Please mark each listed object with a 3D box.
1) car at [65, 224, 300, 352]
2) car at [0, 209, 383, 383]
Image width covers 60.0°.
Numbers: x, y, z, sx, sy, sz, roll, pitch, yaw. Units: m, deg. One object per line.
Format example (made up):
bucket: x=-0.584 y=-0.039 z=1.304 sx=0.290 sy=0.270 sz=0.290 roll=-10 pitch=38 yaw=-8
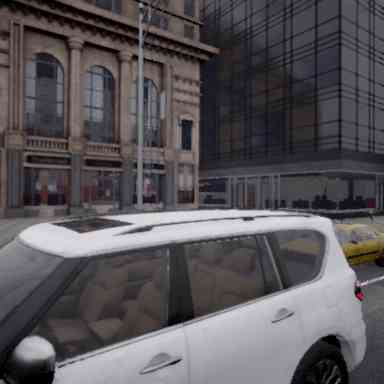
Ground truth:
car: x=0.000 y=1.561 z=6.788 sx=4.507 sy=1.381 sz=1.887 roll=0 pitch=0 yaw=-36
car: x=-0.703 y=1.229 z=2.875 sx=5.566 sy=2.045 sz=2.150 roll=0 pitch=0 yaw=-36
